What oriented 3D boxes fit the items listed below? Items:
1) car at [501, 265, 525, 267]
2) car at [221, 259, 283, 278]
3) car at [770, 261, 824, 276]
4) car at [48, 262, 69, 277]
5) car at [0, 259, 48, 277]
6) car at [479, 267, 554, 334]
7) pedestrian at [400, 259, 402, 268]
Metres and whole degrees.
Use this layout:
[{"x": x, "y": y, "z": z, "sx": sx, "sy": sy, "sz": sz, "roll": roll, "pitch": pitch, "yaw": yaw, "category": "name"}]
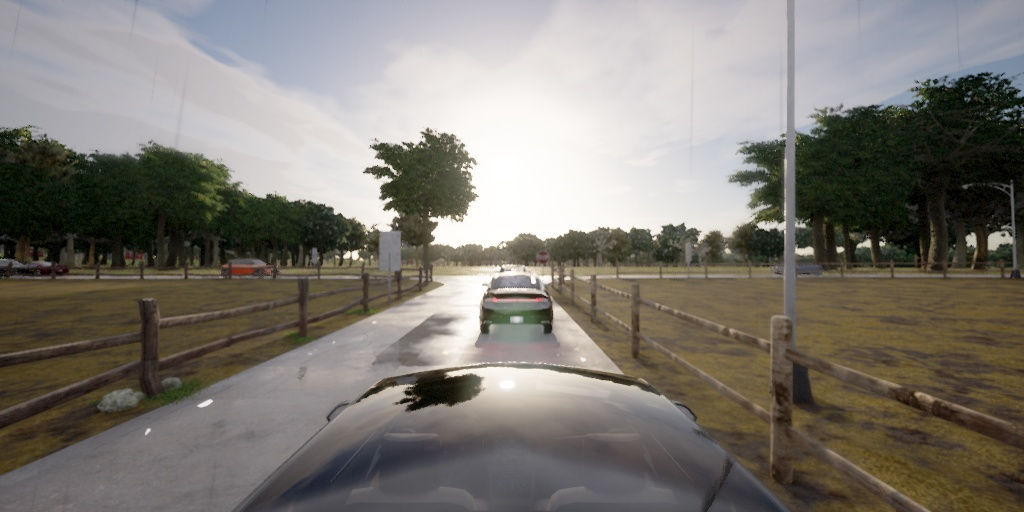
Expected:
[{"x": 0.060, "y": 1.238, "z": 19.958, "sx": 2.128, "sy": 1.511, "sz": 4.902, "roll": 0, "pitch": 0, "yaw": -1, "category": "car"}, {"x": -23.442, "y": 1.099, "z": 32.507, "sx": 4.553, "sy": 1.767, "sz": 2.097, "roll": 0, "pitch": -1, "yaw": 0, "category": "car"}, {"x": 27.630, "y": 1.222, "z": 34.915, "sx": 4.181, "sy": 1.385, "sz": 1.994, "roll": 0, "pitch": -2, "yaw": 5, "category": "car"}, {"x": -47.003, "y": 1.287, "z": 35.436, "sx": 5.008, "sy": 1.535, "sz": 1.882, "roll": 0, "pitch": -1, "yaw": 1, "category": "car"}, {"x": -46.034, "y": 1.087, "z": 32.587, "sx": 4.553, "sy": 1.767, "sz": 2.097, "roll": 0, "pitch": -1, "yaw": 1, "category": "car"}, {"x": 0.111, "y": 1.228, "z": 10.541, "sx": 2.128, "sy": 1.511, "sz": 4.902, "roll": 0, "pitch": 0, "yaw": 0, "category": "car"}, {"x": -12.058, "y": 1.164, "z": 38.465, "sx": 0.375, "sy": 1.860, "sz": 0.375, "roll": 0, "pitch": -1, "yaw": 0, "category": "pedestrian"}]
